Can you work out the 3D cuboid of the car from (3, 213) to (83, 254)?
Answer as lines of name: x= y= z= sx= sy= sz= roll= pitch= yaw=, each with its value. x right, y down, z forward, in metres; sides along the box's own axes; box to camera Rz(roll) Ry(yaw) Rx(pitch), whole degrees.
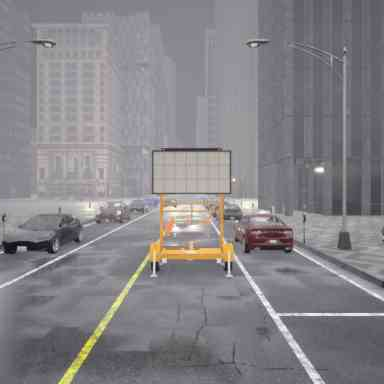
car: x=-5.779 y=1.564 z=13.476 sx=1.947 sy=1.339 sz=4.313 roll=0 pitch=0 yaw=0

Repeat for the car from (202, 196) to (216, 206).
car: x=2.704 y=1.414 z=52.974 sx=1.967 sy=1.590 sz=4.097 roll=0 pitch=0 yaw=0

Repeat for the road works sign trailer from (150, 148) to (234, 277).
road works sign trailer: x=-0.010 y=0.463 z=10.221 sx=2.380 sy=3.560 sz=2.880 roll=0 pitch=0 yaw=0

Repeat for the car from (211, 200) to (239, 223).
car: x=2.735 y=1.546 z=24.770 sx=2.008 sy=1.369 sz=4.403 roll=0 pitch=0 yaw=0

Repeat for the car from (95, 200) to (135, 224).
car: x=-5.791 y=1.435 z=24.758 sx=1.967 sy=1.590 sz=4.097 roll=0 pitch=0 yaw=0

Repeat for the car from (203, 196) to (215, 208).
car: x=2.716 y=1.509 z=41.862 sx=1.752 sy=1.417 sz=4.829 roll=0 pitch=0 yaw=0

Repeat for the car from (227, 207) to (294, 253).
car: x=2.747 y=1.543 z=13.488 sx=1.887 sy=1.381 sz=4.507 roll=0 pitch=0 yaw=0

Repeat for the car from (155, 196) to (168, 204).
car: x=-5.833 y=1.512 z=64.245 sx=2.008 sy=1.369 sz=4.403 roll=0 pitch=0 yaw=0

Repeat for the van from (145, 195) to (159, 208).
van: x=-5.815 y=1.320 z=47.322 sx=1.690 sy=1.788 sz=3.998 roll=0 pitch=0 yaw=0

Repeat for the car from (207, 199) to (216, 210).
car: x=2.729 y=1.558 z=30.410 sx=1.947 sy=1.339 sz=4.313 roll=0 pitch=0 yaw=0

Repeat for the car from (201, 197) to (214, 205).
car: x=2.699 y=1.518 z=58.615 sx=2.008 sy=1.369 sz=4.403 roll=0 pitch=0 yaw=0

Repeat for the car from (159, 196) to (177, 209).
car: x=-3.048 y=1.527 z=46.427 sx=2.033 sy=1.411 sz=5.357 roll=0 pitch=0 yaw=0

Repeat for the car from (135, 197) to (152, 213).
car: x=-5.803 y=1.554 z=36.041 sx=1.947 sy=1.339 sz=4.313 roll=0 pitch=0 yaw=0
